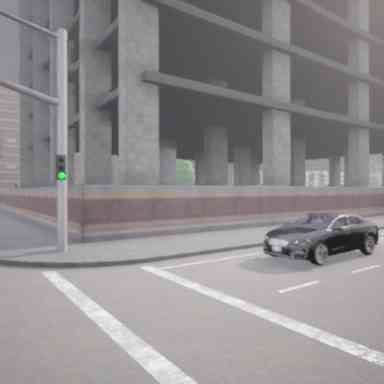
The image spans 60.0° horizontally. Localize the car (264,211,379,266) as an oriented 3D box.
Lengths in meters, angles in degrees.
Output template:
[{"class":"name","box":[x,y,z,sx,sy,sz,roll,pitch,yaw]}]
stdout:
[{"class":"car","box":[4.576,1.456,11.542,4.902,1.511,2.128,0,0,-35]}]
